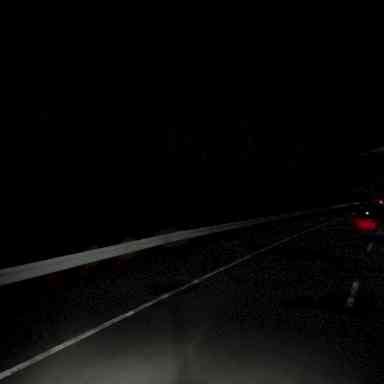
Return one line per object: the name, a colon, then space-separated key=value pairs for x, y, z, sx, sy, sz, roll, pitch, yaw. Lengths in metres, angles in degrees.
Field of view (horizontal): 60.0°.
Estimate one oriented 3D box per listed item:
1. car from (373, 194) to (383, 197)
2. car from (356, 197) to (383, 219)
car: x=22.004 y=1.221 z=38.223 sx=2.150 sy=2.045 sz=5.566 roll=0 pitch=0 yaw=35
car: x=15.970 y=1.505 z=29.670 sx=1.837 sy=1.490 sz=4.892 roll=0 pitch=0 yaw=35
